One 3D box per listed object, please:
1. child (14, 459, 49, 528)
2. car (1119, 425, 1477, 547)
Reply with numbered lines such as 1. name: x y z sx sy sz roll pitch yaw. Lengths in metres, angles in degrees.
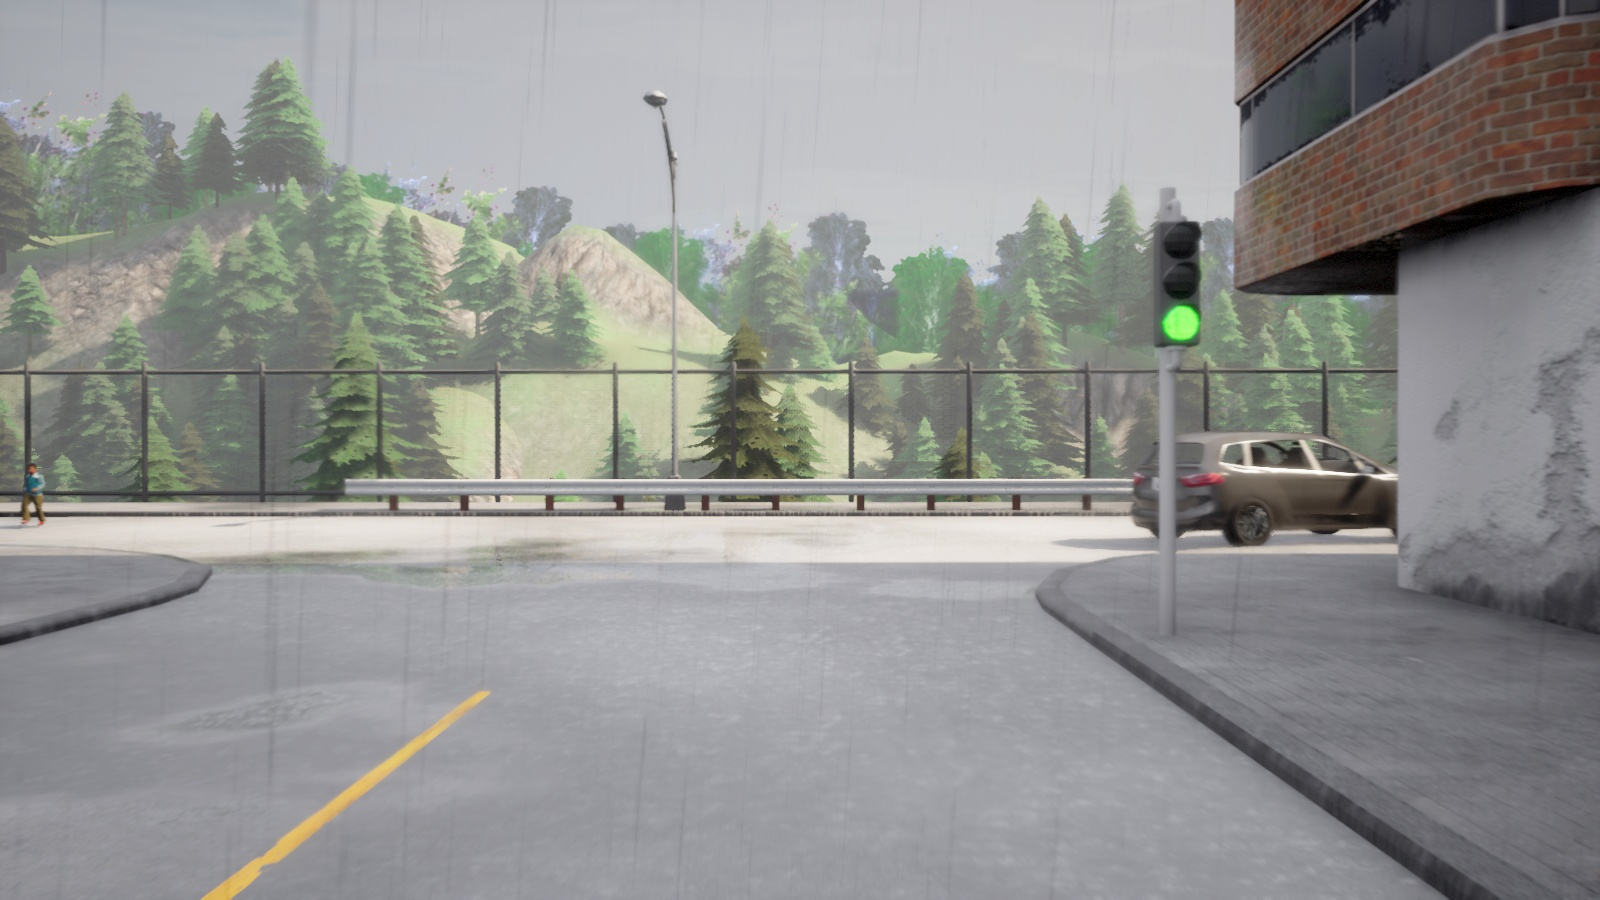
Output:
1. child: -13.477 0.761 22.018 0.343 1.192 0.448 0 0 0
2. car: 7.416 0.490 18.846 4.611 1.667 2.242 0 0 -17
